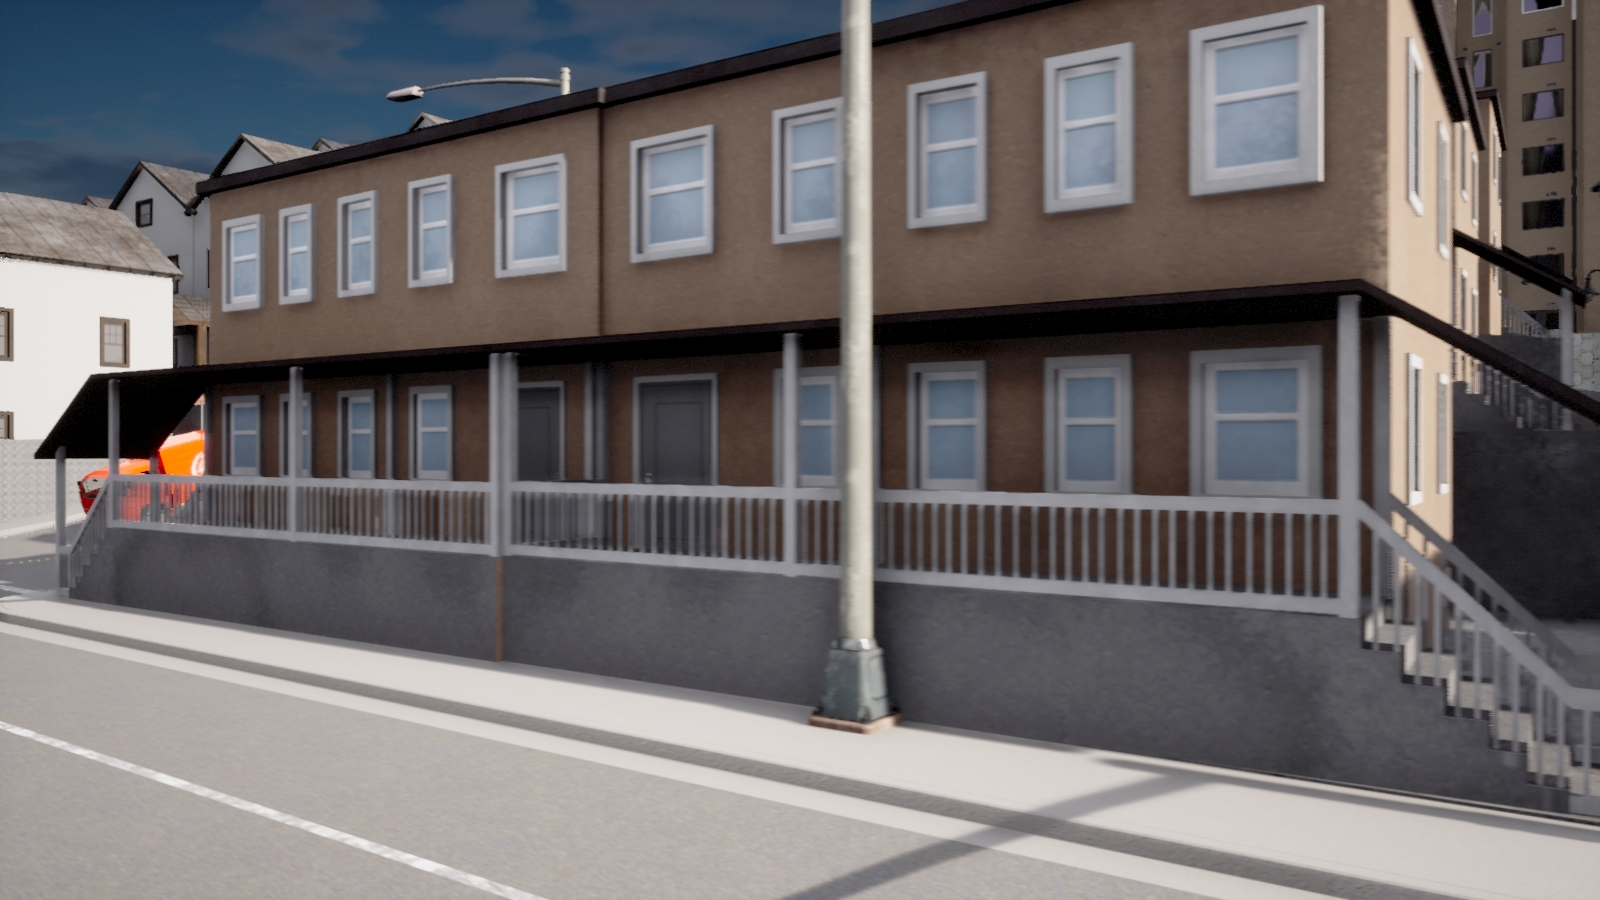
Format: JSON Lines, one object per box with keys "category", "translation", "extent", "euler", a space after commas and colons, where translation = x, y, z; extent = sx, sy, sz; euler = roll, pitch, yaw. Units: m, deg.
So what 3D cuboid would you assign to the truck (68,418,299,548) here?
{"category": "truck", "translation": [-18.768, 0.890, 35.084], "extent": [2.627, 2.467, 5.204], "euler": [0, 16, 34]}
